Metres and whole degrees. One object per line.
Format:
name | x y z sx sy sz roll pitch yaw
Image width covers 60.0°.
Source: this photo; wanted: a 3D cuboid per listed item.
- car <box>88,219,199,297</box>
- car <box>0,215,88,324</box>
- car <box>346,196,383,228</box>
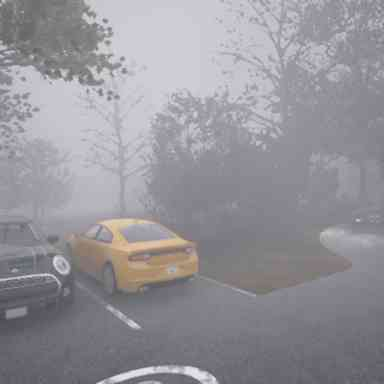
car | -1.838 1.445 8.743 2.097 1.535 5.008 -1 0 -35
car | -4.116 1.347 7.163 2.185 1.767 4.553 -1 0 -35
car | 9.610 0.938 16.125 4.892 1.490 1.837 -3 -2 -27
